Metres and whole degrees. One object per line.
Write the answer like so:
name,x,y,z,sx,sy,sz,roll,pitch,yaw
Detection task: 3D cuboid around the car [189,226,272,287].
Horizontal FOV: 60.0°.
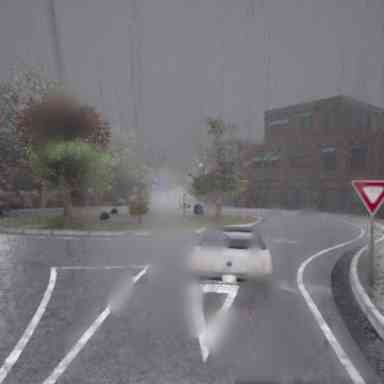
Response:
car,1.270,1.640,9.574,1.895,1.301,4.718,1,0,11

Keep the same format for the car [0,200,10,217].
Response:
car,-17.056,1.353,27.010,1.837,1.490,4.892,-2,0,11
